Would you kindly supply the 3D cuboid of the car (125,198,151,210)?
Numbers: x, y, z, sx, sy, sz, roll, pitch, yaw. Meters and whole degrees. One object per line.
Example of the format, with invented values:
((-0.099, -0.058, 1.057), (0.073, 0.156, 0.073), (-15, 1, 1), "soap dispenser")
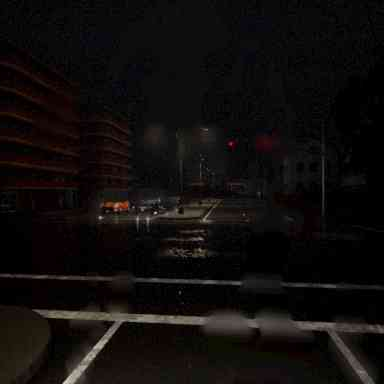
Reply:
((-7.094, 1.545, 44.386), (2.033, 1.411, 5.357), (0, 0, 6), "car")

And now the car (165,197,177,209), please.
((-3.608, 1.601, 44.104), (1.895, 1.301, 4.718), (0, 0, 6), "car")

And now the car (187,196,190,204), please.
((-1.594, 1.505, 63.051), (1.837, 1.490, 4.892), (0, 0, 7), "car")

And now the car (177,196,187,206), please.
((-2.652, 1.491, 53.149), (2.128, 1.511, 4.902), (0, 0, 6), "car")

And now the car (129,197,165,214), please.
((-4.570, 1.491, 34.895), (2.128, 1.511, 4.902), (0, 0, 6), "car")

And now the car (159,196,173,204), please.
((-5.025, 1.564, 63.890), (1.994, 1.385, 4.181), (0, 0, 6), "car")

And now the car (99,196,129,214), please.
((-8.084, 1.352, 34.968), (2.097, 1.767, 4.553), (0, 0, 6), "car")

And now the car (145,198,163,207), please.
((-6.092, 1.601, 53.916), (1.895, 1.301, 4.718), (0, 0, 6), "car")
